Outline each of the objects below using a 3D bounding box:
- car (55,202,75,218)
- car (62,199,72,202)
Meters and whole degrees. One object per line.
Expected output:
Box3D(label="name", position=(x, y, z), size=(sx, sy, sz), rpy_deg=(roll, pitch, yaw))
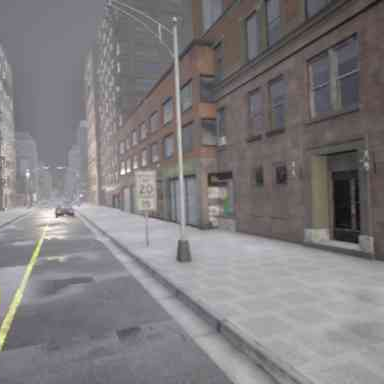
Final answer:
Box3D(label="car", position=(-13.609, 2.057, 35.628), size=(1.895, 1.301, 4.718), rpy_deg=(-2, 0, -21))
Box3D(label="car", position=(-17.650, 2.153, 45.636), size=(2.033, 1.411, 5.357), rpy_deg=(-2, 0, -21))
